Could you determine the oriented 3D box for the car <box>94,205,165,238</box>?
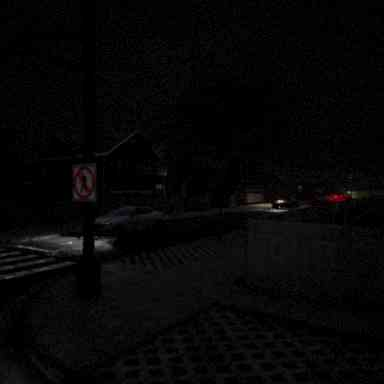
[{"bbox_3d":[-3.276,1.431,17.291,1.812,1.442,4.674,0,1,34],"label":"car"}]

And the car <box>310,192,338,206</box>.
[{"bbox_3d":[15.960,1.144,40.596,1.882,1.535,5.008,0,1,35],"label":"car"}]

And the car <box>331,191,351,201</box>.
[{"bbox_3d":[21.803,0.800,48.761,2.150,2.045,5.566,0,1,38],"label":"car"}]

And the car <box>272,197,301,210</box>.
[{"bbox_3d":[11.022,1.246,38.477,2.033,1.411,5.357,0,1,35],"label":"car"}]
